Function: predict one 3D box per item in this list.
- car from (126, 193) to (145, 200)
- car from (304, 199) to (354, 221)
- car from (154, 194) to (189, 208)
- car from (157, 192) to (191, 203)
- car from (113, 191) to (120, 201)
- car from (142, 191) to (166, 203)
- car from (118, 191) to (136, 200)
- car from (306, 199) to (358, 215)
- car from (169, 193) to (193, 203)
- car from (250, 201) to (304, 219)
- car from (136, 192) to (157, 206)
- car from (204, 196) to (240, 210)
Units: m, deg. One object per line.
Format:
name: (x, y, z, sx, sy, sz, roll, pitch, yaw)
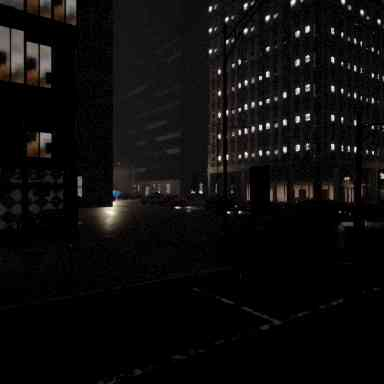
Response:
car: (-11.522, 0.864, 67.789, 1.947, 1.339, 4.313, 1, 0, -36)
car: (9.953, 1.347, 25.810, 1.837, 1.490, 4.892, 0, 0, -34)
car: (-2.496, 1.212, 40.507, 1.802, 1.307, 4.206, 1, 0, -33)
car: (-2.463, 1.058, 45.168, 1.882, 1.535, 5.008, 0, 1, -34)
car: (-14.992, 0.920, 58.883, 1.887, 1.381, 4.507, 1, 0, -35)
car: (-6.509, 0.795, 56.398, 2.097, 1.767, 4.553, 0, 1, -34)
car: (-13.127, 0.876, 65.724, 1.994, 1.385, 4.181, 0, 1, -36)
car: (13.020, 1.377, 31.244, 1.802, 1.307, 4.206, 1, 0, -32)
car: (-1.876, 0.926, 54.343, 1.967, 1.590, 4.097, 1, 0, -35)
car: (6.401, 1.399, 26.551, 1.802, 1.307, 4.206, 1, 0, -32)
car: (-5.445, 1.094, 45.003, 1.752, 1.417, 4.829, 1, 0, -33)
car: (3.236, 1.192, 36.314, 2.128, 1.511, 4.902, 0, 1, -32)
